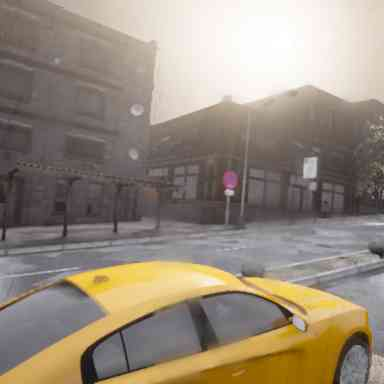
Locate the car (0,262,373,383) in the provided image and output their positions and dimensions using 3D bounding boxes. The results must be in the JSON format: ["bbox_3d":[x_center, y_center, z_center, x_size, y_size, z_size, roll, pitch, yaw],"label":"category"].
[{"bbox_3d":[-0.116,1.488,3.357,5.008,1.535,1.882,0,0,-35],"label":"car"}]
